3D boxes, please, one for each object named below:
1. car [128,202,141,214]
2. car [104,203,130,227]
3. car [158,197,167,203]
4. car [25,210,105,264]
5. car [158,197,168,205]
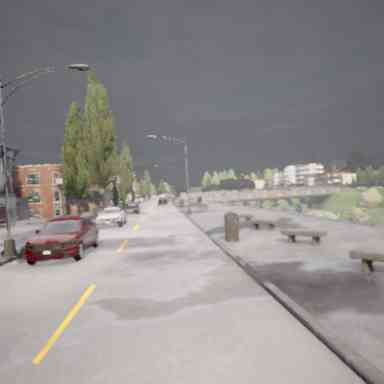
[{"bbox_3d":[-7.588,2.038,41.806,1.812,1.442,4.674,-4,0,-5],"label":"car"},{"bbox_3d":[-6.253,1.926,26.112,1.812,1.442,4.674,-4,0,-5],"label":"car"},{"bbox_3d":[-7.077,1.947,80.339,1.994,1.385,4.181,-4,0,-5],"label":"car"},{"bbox_3d":[-5.150,1.803,13.763,1.882,1.535,5.008,-4,0,-5],"label":"car"},{"bbox_3d":[-6.136,1.886,69.962,1.882,1.535,5.008,-4,0,-5],"label":"car"}]
